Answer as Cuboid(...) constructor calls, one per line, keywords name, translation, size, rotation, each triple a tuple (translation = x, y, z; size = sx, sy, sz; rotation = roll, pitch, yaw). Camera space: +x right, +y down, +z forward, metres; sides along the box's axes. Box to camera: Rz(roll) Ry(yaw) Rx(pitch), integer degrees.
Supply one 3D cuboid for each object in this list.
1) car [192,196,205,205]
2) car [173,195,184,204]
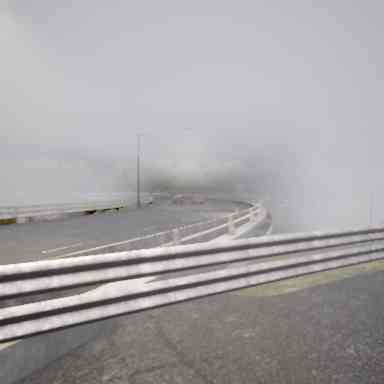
Cuboid(name="car", translation=(1.081, 1.434, 56.841), size=(1.994, 1.385, 4.181), rotation=(0, 0, -2))
Cuboid(name="car", translation=(-2.440, 1.378, 58.409), size=(1.837, 1.490, 4.892), rotation=(0, 0, -4))
